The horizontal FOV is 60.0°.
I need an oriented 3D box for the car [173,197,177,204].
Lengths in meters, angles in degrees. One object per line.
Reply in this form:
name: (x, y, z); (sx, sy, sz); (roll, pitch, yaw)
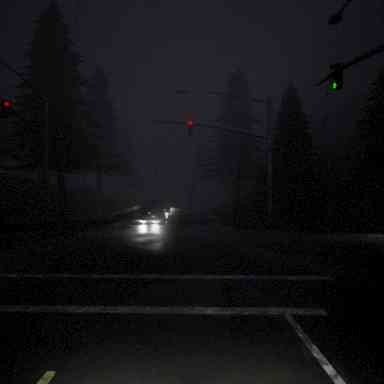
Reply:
car: (-3.944, 1.535, 50.453); (2.128, 1.511, 4.902); (0, 0, -7)

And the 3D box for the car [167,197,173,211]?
car: (-3.654, 1.513, 40.303); (1.882, 1.535, 5.008); (0, 0, 0)

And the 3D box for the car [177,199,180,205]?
car: (-4.108, 1.618, 61.644); (1.994, 1.385, 4.181); (0, 0, -39)

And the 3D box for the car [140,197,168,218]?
car: (-3.658, 1.518, 30.800); (2.128, 1.511, 4.902); (0, 0, 0)
